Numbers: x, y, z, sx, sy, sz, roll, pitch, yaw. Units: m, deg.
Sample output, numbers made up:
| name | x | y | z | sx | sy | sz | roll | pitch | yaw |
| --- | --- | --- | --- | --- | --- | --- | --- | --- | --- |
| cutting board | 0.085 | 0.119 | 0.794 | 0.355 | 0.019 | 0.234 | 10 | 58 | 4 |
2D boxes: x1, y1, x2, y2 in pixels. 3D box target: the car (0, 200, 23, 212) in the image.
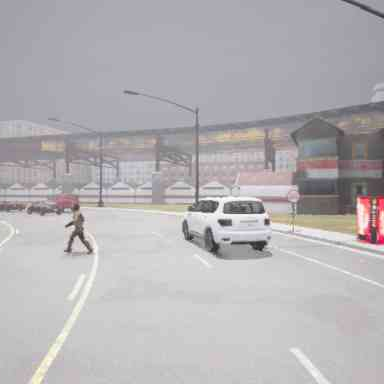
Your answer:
| name | x | y | z | sx | sy | sz | roll | pitch | yaw |
| --- | --- | --- | --- | --- | --- | --- | --- | --- | --- |
| car | -21.467 | 1.601 | 38.450 | 4.718 | 1.301 | 1.895 | 0 | 0 | 26 |

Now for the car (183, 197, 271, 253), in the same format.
| name | x | y | z | sx | sy | sz | roll | pitch | yaw |
| --- | --- | --- | --- | --- | --- | --- | --- | --- | --- |
| car | 1.220 | 1.221 | 13.988 | 2.150 | 2.045 | 5.566 | 0 | 0 | -16 |

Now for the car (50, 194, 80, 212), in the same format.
| name | x | y | z | sx | sy | sz | roll | pitch | yaw |
| --- | --- | --- | --- | --- | --- | --- | --- | --- | --- |
| car | -14.828 | 1.220 | 37.450 | 5.566 | 2.045 | 2.150 | 0 | 0 | 39 |

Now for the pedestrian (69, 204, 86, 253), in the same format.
| name | x | y | z | sx | sy | sz | roll | pitch | yaw |
| --- | --- | --- | --- | --- | --- | --- | --- | --- | --- |
| pedestrian | -4.086 | 1.294 | 11.844 | 0.375 | 1.860 | 0.375 | 0 | 0 | -16 |

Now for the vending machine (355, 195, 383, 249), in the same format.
| name | x | y | z | sx | sy | sz | roll | pitch | yaw |
| --- | --- | --- | --- | --- | --- | --- | --- | --- | --- |
| vending machine | 7.509 | 1.195 | 13.697 | 1.100 | 2.100 | 0.880 | 0 | 0 | -15 |

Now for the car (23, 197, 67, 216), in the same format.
| name | x | y | z | sx | sy | sz | roll | pitch | yaw |
| --- | --- | --- | --- | --- | --- | --- | --- | --- | --- |
| car | -14.501 | 1.526 | 32.705 | 4.674 | 1.442 | 1.812 | 0 | 0 | 42 |
